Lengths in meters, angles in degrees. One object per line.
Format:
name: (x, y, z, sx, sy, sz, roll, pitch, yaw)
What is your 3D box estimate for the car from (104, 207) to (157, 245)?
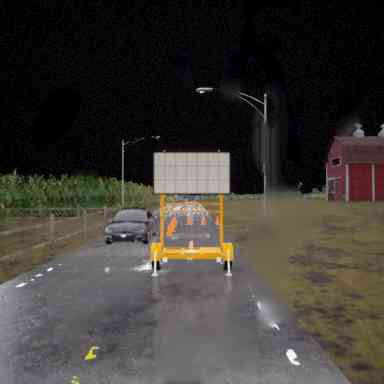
car: (-2.767, 1.529, 15.833, 1.837, 1.490, 4.892, 0, 0, 0)

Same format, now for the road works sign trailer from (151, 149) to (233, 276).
road works sign trailer: (-0.007, 0.477, 10.382, 2.380, 3.560, 2.880, 0, 0, 0)

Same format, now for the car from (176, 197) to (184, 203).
car: (-2.854, 2.053, 80.858, 1.837, 1.490, 4.892, 0, -1, 0)
